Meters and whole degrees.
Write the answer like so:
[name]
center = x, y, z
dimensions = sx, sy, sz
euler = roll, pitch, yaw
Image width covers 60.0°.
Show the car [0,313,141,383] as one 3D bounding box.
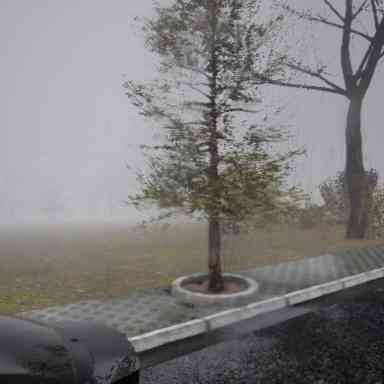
[car]
center = -2.480, 1.507, 1.300
dimensions = 4.892, 1.490, 1.837
euler = 0, 0, -36
